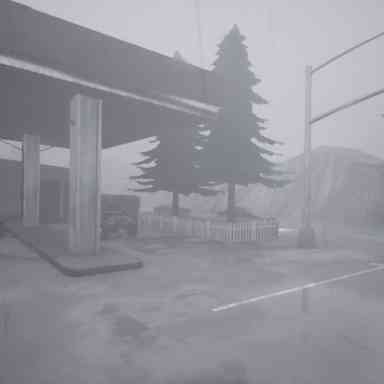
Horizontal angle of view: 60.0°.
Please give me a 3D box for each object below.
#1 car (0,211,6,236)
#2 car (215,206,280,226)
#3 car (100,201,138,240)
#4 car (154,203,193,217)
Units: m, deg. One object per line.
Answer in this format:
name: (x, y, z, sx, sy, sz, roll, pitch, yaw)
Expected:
car: (-11.714, 1.519, 18.436, 2.242, 1.667, 4.611, 1, 0, -36)
car: (3.999, 1.800, 25.024, 2.033, 1.411, 5.357, 1, 0, -35)
car: (-4.583, 1.446, 18.239, 1.905, 1.878, 3.866, 1, 0, -36)
car: (-1.943, 1.784, 33.426, 1.895, 1.301, 4.718, 1, 0, -35)
